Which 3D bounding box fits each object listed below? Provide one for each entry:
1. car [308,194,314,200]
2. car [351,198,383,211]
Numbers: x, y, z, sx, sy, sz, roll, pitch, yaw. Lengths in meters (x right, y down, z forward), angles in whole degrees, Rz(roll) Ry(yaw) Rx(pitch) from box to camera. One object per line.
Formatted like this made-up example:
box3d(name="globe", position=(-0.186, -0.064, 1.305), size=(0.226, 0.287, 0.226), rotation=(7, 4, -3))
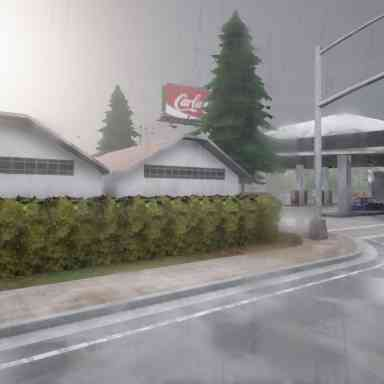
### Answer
box3d(name="car", position=(31.778, 1.330, 88.820), size=(2.152, 1.636, 5.027), rotation=(0, 0, -36))
box3d(name="car", position=(20.761, 1.480, 39.315), size=(4.611, 1.667, 2.242), rotation=(0, 0, -36))
